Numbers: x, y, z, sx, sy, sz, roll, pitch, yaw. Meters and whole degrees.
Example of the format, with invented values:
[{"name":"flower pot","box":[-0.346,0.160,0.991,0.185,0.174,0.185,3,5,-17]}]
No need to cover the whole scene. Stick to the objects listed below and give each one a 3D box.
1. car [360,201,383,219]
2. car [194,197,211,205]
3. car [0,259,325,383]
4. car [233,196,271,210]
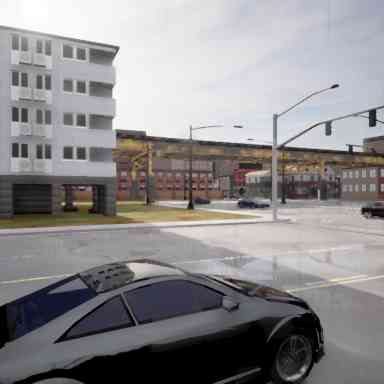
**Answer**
[{"name":"car","box":[16.069,1.507,26.757,1.837,1.490,4.892,0,-1,-26]},{"name":"car","box":[1.786,1.548,57.899,2.033,1.411,5.357,0,0,-14]},{"name":"car","box":[-0.379,1.564,4.054,4.181,1.385,1.994,0,0,-30]},{"name":"car","box":[7.987,1.547,43.718,2.033,1.411,5.357,0,0,-25]}]
